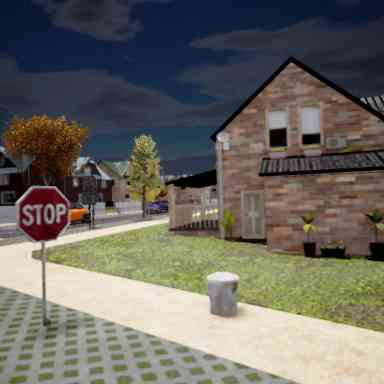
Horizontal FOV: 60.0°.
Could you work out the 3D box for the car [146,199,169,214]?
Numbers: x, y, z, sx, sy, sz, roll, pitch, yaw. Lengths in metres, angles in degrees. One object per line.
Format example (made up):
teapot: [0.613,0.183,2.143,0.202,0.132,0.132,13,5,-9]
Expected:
car: [-4.582,1.844,42.868,2.097,1.767,4.553,-2,-1,17]

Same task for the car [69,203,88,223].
car: [-9.965,1.643,25.359,2.097,1.767,4.553,-2,-1,17]
